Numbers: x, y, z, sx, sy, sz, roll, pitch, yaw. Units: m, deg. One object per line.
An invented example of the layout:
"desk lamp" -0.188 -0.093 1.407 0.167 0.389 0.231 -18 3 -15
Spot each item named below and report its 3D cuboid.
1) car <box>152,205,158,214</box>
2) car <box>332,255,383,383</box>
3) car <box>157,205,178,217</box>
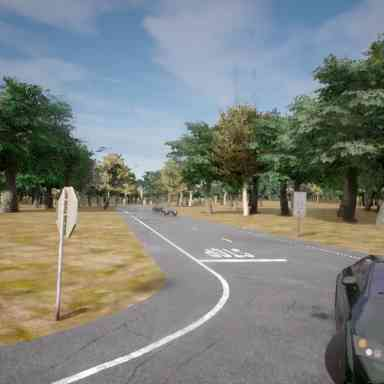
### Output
"car" -5.649 2.961 56.873 1.882 1.535 5.008 3 -2 -14
"car" 3.094 1.643 4.607 1.994 1.385 4.181 1 -1 22
"car" -3.411 2.850 48.022 1.895 1.301 4.718 3 -2 -13
